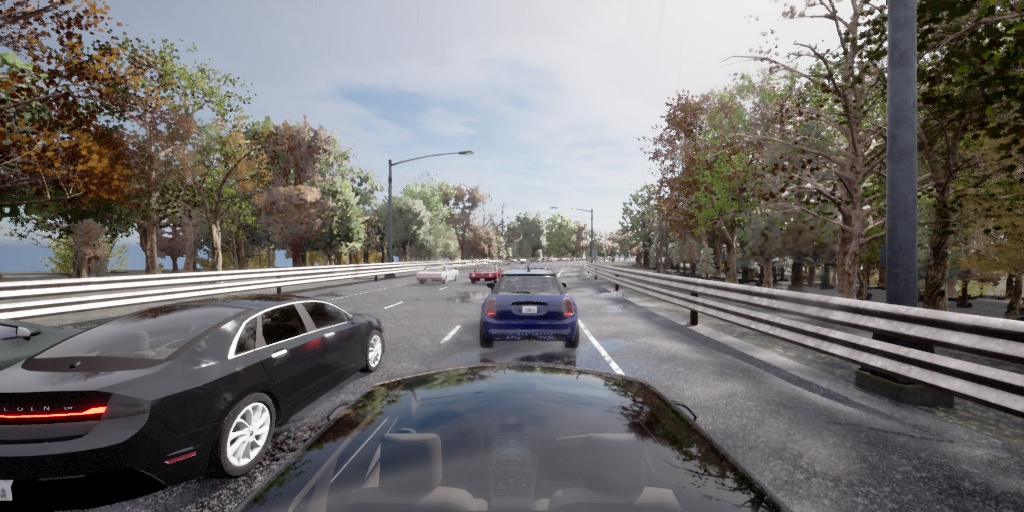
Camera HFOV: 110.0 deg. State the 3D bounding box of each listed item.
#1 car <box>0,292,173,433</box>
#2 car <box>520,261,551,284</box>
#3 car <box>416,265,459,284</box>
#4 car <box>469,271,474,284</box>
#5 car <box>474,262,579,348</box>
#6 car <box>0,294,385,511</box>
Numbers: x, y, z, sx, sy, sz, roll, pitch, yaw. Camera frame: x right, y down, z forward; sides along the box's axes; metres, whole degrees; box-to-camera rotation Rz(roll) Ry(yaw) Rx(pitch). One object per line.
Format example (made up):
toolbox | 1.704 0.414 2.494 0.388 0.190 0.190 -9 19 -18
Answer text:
car | -6.803 1.311 4.020 1.994 1.385 4.181 0 0 1
car | 1.936 1.228 28.136 2.128 1.511 4.902 0 0 7
car | -5.332 1.320 26.315 1.895 1.301 4.718 0 0 6
car | -1.768 1.329 26.660 1.895 1.301 4.718 0 0 7
car | 0.392 1.098 9.362 2.097 1.767 4.553 0 0 1
car | -3.286 1.252 4.722 1.837 1.490 4.892 0 0 1
